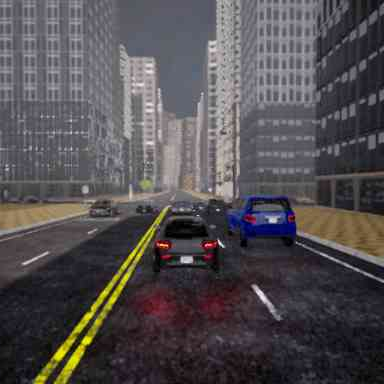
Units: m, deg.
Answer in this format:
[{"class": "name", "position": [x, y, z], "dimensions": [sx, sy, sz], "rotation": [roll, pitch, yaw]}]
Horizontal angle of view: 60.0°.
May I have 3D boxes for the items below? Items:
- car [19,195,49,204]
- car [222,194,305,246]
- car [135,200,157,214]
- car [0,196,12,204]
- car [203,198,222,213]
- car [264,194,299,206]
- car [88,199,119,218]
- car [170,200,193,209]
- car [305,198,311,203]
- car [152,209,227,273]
[{"class": "car", "position": [-24.708, 1.211, 51.968], "dimensions": [4.313, 1.339, 1.947], "rotation": [0, 1, -1]}, {"class": "car", "position": [2.888, 1.140, 14.934], "dimensions": [2.150, 2.045, 5.566], "rotation": [0, 0, -2]}, {"class": "car", "position": [-4.536, 1.436, 33.257], "dimensions": [1.895, 1.301, 4.718], "rotation": [0, 0, -2]}, {"class": "car", "position": [-30.393, 1.188, 51.870], "dimensions": [4.206, 1.307, 1.802], "rotation": [0, 1, -1]}, {"class": "car", "position": [2.207, 1.333, 31.884], "dimensions": [1.837, 1.490, 4.892], "rotation": [0, 0, -2]}, {"class": "car", "position": [14.208, 1.218, 53.022], "dimensions": [5.009, 1.841, 2.192], "rotation": [0, 1, -1]}, {"class": "car", "position": [-7.628, 1.372, 29.059], "dimensions": [1.837, 1.490, 4.892], "rotation": [0, 0, -2]}, {"class": "car", "position": [-0.878, 1.406, 27.761], "dimensions": [2.033, 1.411, 5.357], "rotation": [0, 0, -2]}, {"class": "car", "position": [19.475, 1.287, 61.531], "dimensions": [4.829, 1.417, 1.752], "rotation": [0, 1, -1]}, {"class": "car", "position": [-0.203, 1.475, 10.381], "dimensions": [1.812, 1.442, 4.674], "rotation": [0, 0, -2]}]
